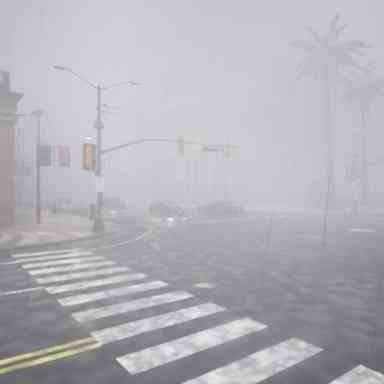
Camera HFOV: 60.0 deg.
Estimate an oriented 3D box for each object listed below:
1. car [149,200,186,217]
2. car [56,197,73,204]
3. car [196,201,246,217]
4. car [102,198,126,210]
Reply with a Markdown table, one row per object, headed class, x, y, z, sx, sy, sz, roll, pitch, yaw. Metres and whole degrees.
| class | x | y | z | sx | sy | sz | roll | pitch | yaw |
| --- | --- | --- | --- | --- | --- | --- | --- | --- | --- |
| car | -2.500 | 1.535 | 32.189 | 1.812 | 1.442 | 4.674 | 0 | 0 | -36 |
| car | -23.668 | 1.609 | 61.653 | 1.895 | 1.301 | 4.718 | 0 | 0 | -36 |
| car | 2.641 | 1.558 | 31.433 | 2.033 | 1.411 | 5.357 | 0 | 0 | -36 |
| car | -10.171 | 1.512 | 42.896 | 1.837 | 1.490 | 4.892 | 0 | 0 | -36 |
